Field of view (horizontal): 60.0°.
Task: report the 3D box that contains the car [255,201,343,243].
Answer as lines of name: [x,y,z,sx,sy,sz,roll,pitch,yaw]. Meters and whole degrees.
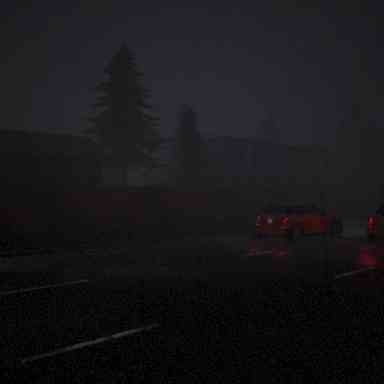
car: [5.247,1.304,16.082,4.553,1.767,2.097,0,0,-34]

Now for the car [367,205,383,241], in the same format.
car: [9.972,1.293,15.125,4.553,1.767,2.097,0,0,-35]
